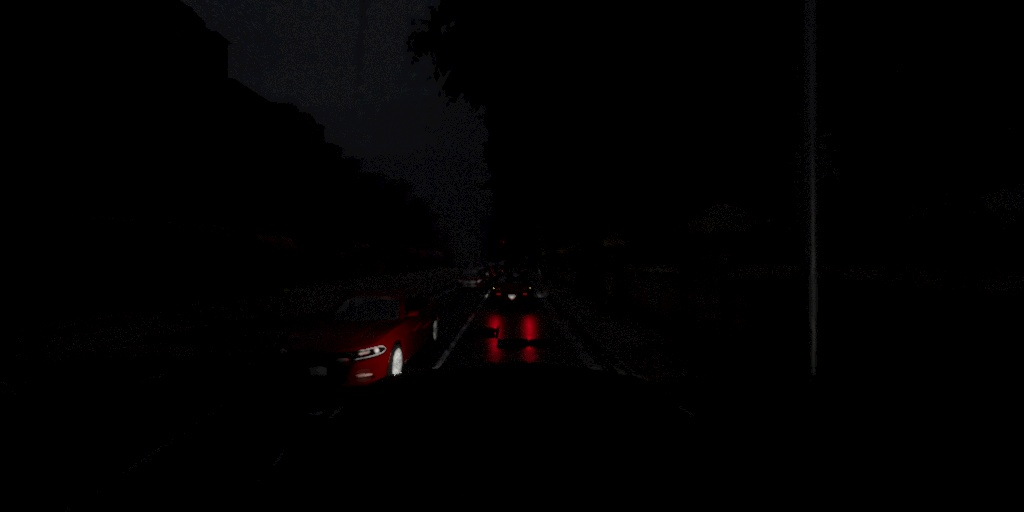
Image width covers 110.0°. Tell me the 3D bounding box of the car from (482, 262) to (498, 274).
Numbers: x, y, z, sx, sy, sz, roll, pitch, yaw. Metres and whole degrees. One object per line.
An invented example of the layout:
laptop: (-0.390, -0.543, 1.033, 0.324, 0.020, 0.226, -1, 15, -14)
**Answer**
car: (-3.026, 1.681, 49.554, 1.882, 1.535, 5.008, 0, -1, 0)

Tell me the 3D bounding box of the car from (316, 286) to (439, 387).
car: (-2.639, 1.346, 7.122, 1.888, 1.381, 4.507, 0, 0, 0)

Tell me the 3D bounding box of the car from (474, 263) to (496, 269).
car: (-2.644, 1.455, 29.823, 1.967, 1.591, 4.097, 0, 0, 0)

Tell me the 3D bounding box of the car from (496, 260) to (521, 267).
car: (-0.005, 1.376, 30.921, 2.097, 1.767, 4.553, 0, -1, 0)

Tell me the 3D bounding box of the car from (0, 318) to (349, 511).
car: (-2.637, 1.313, 1.447, 1.948, 1.339, 4.313, 0, 0, 0)

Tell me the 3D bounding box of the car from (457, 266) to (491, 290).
car: (-2.643, 1.543, 24.148, 1.802, 1.307, 4.207, 0, 0, 0)

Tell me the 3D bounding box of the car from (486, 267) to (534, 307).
car: (0.001, 1.412, 16.249, 1.812, 1.442, 4.674, 0, 0, 0)
